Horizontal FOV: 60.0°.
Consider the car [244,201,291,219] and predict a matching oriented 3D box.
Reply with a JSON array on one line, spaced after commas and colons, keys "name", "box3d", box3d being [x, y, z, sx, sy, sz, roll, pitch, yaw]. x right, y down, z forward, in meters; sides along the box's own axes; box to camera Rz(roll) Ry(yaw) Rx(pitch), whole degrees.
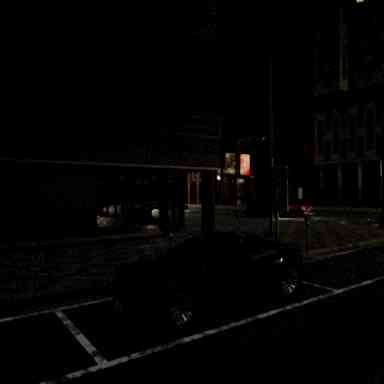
[{"name": "car", "box3d": [7.194, 1.856, 33.061, 1.994, 1.385, 4.181, 0, -1, -36]}]

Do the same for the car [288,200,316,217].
[{"name": "car", "box3d": [10.358, 1.613, 34.230, 2.097, 1.767, 4.553, 0, 0, -36]}]

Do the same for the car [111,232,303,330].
[{"name": "car", "box3d": [0.520, 1.563, 6.929, 4.313, 1.339, 1.947, 0, 0, -36]}]

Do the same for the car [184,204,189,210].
[{"name": "car", "box3d": [-2.265, 2.116, 51.795, 1.994, 1.385, 4.181, 0, -1, -35]}]
